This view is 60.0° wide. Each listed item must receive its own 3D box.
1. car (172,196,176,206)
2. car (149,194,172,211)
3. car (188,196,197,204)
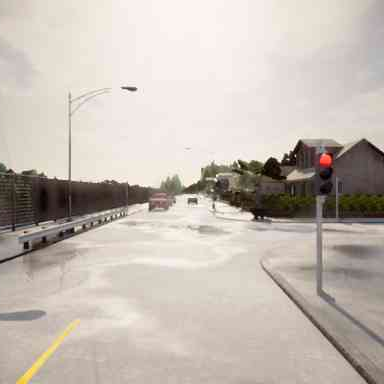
[{"bbox_3d":[-4.069,1.351,51.466,2.097,1.767,4.553,0,0,0],"label":"car"},{"bbox_3d":[-4.074,1.221,41.626,2.150,2.045,5.566,0,0,0],"label":"car"},{"bbox_3d":[0.122,1.488,64.509,2.128,1.511,4.902,0,0,0],"label":"car"}]
